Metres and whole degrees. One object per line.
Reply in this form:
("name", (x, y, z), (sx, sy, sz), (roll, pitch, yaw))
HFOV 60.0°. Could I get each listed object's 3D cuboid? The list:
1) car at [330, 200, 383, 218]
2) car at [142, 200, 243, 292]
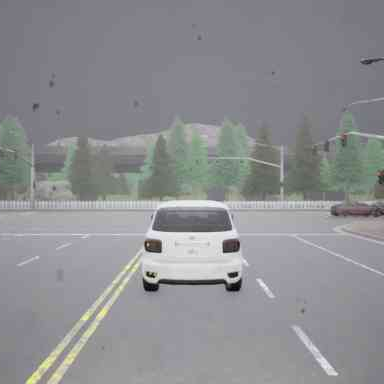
("car", (14.244, 1.508, 28.910), (4.181, 1.385, 1.994), (0, 0, 0))
("car", (0.009, 1.221, 9.087), (2.150, 2.045, 5.566), (0, 0, 0))
